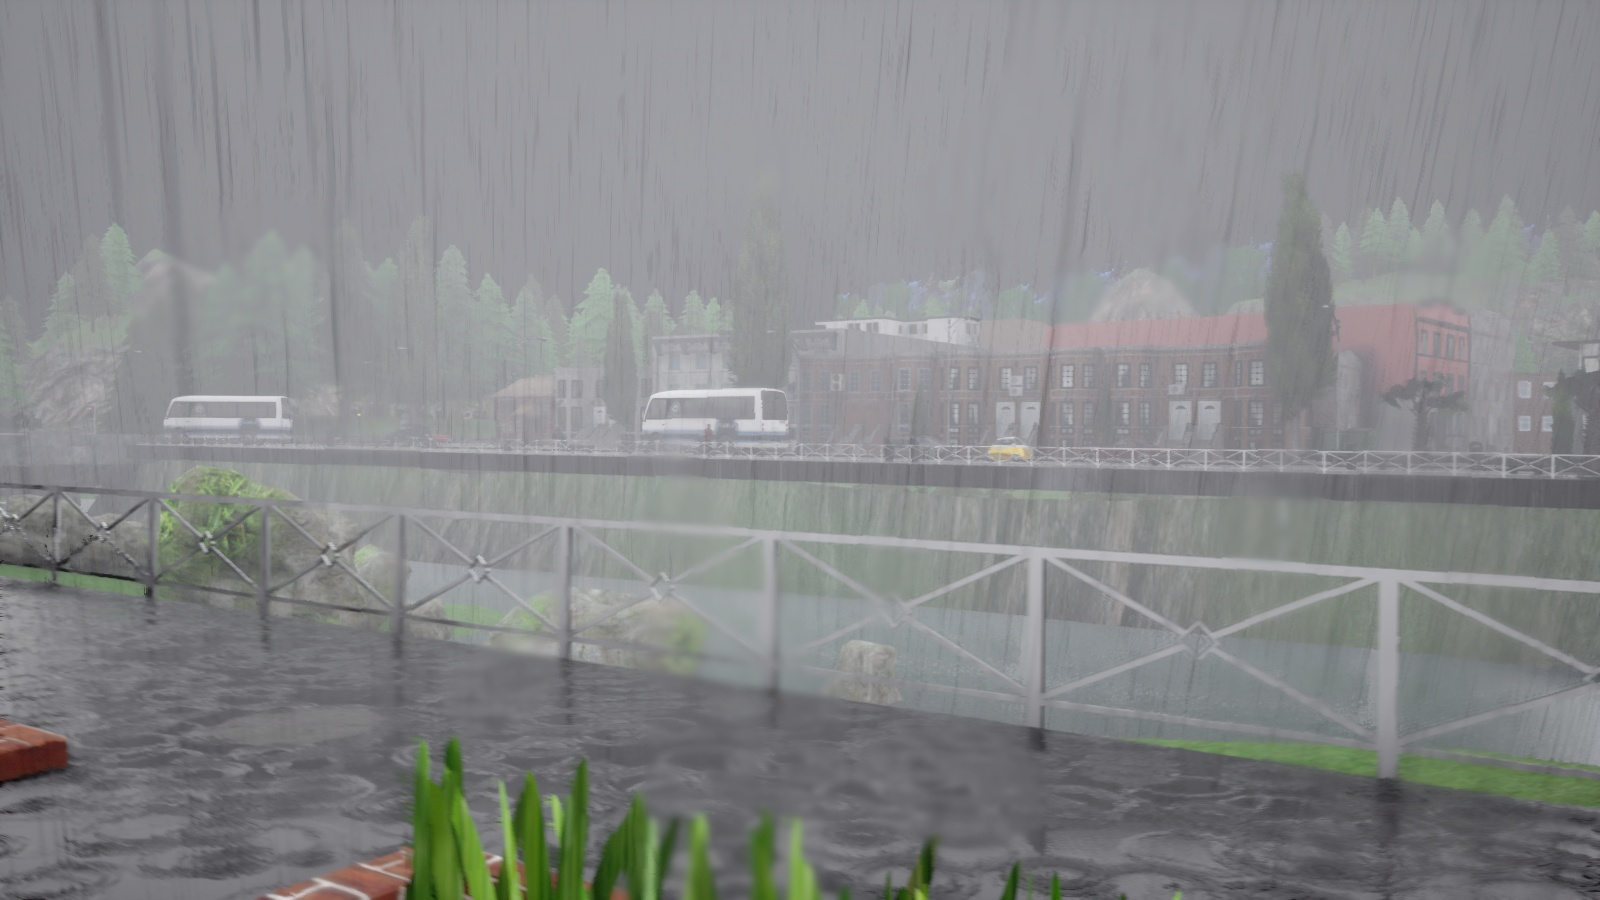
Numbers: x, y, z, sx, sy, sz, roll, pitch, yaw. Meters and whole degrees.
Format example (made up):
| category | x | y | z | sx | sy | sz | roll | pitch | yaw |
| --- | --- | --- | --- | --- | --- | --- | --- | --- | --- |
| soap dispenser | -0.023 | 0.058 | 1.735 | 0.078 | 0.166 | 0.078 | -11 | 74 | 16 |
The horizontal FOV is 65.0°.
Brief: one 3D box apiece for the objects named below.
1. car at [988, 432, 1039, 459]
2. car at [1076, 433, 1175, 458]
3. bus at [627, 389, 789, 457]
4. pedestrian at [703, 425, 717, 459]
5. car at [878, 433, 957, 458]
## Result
| category | x | y | z | sx | sy | sz | roll | pitch | yaw |
| --- | --- | --- | --- | --- | --- | --- | --- | --- | --- |
| car | 11.219 | -0.216 | 66.000 | 2.207 | 1.376 | 1.481 | 0 | 1 | 34 |
| car | 17.285 | -0.236 | 66.773 | 4.718 | 1.301 | 1.895 | 0 | 1 | 34 |
| bus | -6.106 | -1.713 | 82.274 | 10.273 | 4.253 | 3.944 | 0 | 1 | 34 |
| pedestrian | -4.786 | -0.428 | 66.873 | 0.636 | 1.846 | 0.331 | 0 | 1 | 34 |
| car | 6.874 | -0.273 | 73.684 | 4.181 | 1.385 | 1.994 | 0 | 1 | 34 |
